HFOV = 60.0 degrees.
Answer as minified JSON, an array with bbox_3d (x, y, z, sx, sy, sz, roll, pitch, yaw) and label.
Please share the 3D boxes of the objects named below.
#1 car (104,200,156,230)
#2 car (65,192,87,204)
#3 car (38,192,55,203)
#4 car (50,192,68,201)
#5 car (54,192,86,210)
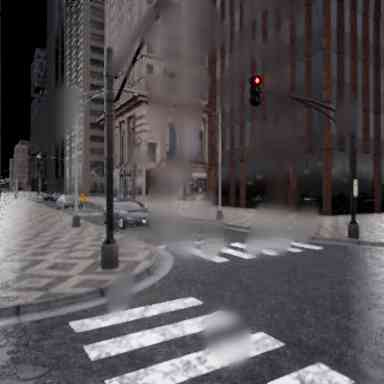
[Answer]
[{"bbox_3d":[-3.750,1.249,19.507,1.837,1.490,4.892,0,1,-31],"label":"car"},{"bbox_3d":[-16.236,0.806,46.397,1.882,1.535,5.008,0,0,-31],"label":"car"},{"bbox_3d":[-21.367,0.868,48.899,1.895,1.301,4.718,0,1,-31],"label":"car"},{"bbox_3d":[-23.390,0.688,58.248,2.033,1.411,5.357,0,1,-31],"label":"car"},{"bbox_3d":[-12.421,1.006,33.889,1.837,1.490,4.892,0,1,-31],"label":"car"}]
